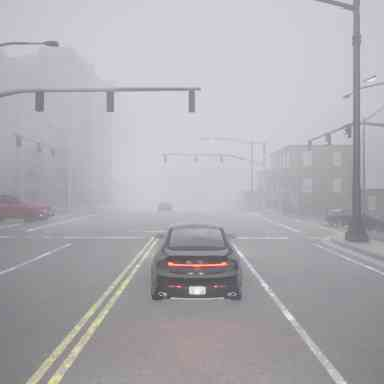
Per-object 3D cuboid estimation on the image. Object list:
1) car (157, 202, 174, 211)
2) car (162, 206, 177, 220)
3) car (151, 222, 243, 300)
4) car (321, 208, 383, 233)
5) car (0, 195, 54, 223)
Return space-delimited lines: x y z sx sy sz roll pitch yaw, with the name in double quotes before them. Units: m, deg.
"car" -3.633 2.066 45.578 1.837 1.490 4.892 0 -5 0
"car" -3.631 3.522 54.983 2.128 1.511 4.902 0 -12 0
"car" 0.094 1.505 8.342 1.837 1.490 4.892 0 0 0
"car" 11.985 2.014 24.549 4.674 1.442 1.812 8 0 1
"car" -13.309 1.221 24.835 5.566 2.045 2.150 0 0 2
